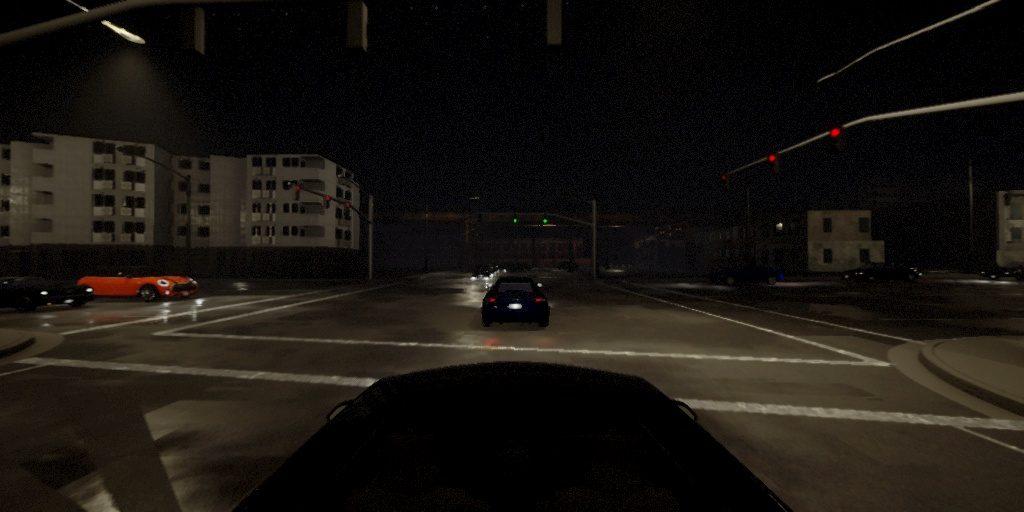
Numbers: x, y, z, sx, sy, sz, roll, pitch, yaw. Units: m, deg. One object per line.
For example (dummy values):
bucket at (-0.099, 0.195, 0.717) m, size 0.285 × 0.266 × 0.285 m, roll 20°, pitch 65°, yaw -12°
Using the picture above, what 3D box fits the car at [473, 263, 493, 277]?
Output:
car at (-3.583, 1.717, 42.859) m, size 1.837 × 1.490 × 4.892 m, roll 0°, pitch -1°, yaw 0°

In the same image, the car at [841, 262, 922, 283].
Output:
car at (27.637, 1.243, 26.946) m, size 4.902 × 1.511 × 2.128 m, roll -1°, pitch -1°, yaw 1°

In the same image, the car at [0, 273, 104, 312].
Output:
car at (-19.849, 1.493, 14.333) m, size 4.718 × 1.301 × 1.895 m, roll 0°, pitch -1°, yaw 1°

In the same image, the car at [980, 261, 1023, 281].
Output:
car at (38.596, 1.103, 26.719) m, size 5.357 × 1.411 × 2.033 m, roll -1°, pitch -1°, yaw 1°

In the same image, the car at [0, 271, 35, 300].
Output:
car at (-27.797, 1.479, 17.786) m, size 5.357 × 1.411 × 2.033 m, roll 0°, pitch -1°, yaw -2°

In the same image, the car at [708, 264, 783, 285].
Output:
car at (17.570, 1.380, 27.133) m, size 5.008 × 1.535 × 1.882 m, roll -1°, pitch -1°, yaw 0°

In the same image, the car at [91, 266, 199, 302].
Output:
car at (-18.380, 1.283, 17.781) m, size 4.553 × 1.767 × 2.097 m, roll 0°, pitch -1°, yaw 0°

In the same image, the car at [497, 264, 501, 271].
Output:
car at (-3.490, 1.932, 62.103) m, size 1.837 × 1.490 × 4.892 m, roll 0°, pitch -1°, yaw 2°

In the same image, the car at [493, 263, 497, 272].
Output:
car at (-3.560, 1.843, 52.227) m, size 1.812 × 1.442 × 4.674 m, roll 0°, pitch -1°, yaw 1°

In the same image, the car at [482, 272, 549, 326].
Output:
car at (0.097, 1.398, 12.023) m, size 1.994 × 1.385 × 4.181 m, roll 0°, pitch -1°, yaw 0°

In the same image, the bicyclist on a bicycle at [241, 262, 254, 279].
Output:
bicyclist on a bicycle at (-25.425, 1.418, 34.444) m, size 0.582 × 1.620 × 1.656 m, roll 0°, pitch 0°, yaw 0°
